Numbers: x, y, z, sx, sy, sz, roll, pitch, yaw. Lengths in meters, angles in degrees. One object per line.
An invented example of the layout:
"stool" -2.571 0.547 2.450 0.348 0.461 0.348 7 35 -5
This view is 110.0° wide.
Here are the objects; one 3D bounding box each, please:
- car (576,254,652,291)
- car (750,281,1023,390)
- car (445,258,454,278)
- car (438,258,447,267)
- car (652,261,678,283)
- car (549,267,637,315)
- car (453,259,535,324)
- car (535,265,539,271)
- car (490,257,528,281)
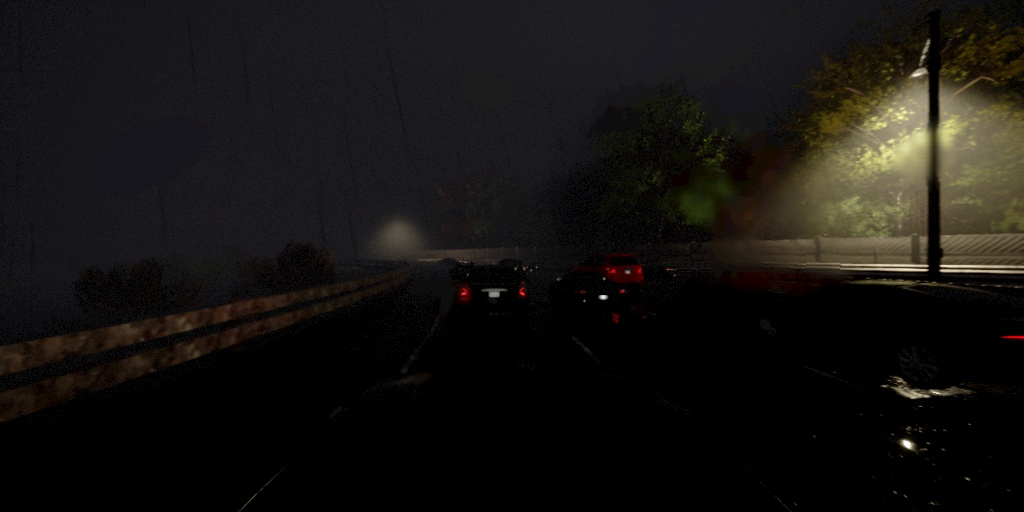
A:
"car" 5.268 0.894 20.401 2.150 2.045 5.566 0 0 -10
"car" 6.789 1.212 6.728 1.837 1.490 4.892 0 -1 -3
"car" -4.015 1.169 29.612 2.128 1.511 4.902 0 0 -16
"car" -11.271 1.090 62.434 1.837 1.490 4.892 0 0 -33
"car" 9.736 1.130 26.576 2.128 1.511 4.902 0 0 -36
"car" 2.693 1.268 13.372 1.994 1.385 4.181 0 0 -6
"car" -0.668 1.072 11.997 2.097 1.767 4.553 0 0 -5
"car" 0.981 1.222 39.944 1.895 1.301 4.718 0 0 -29
"car" -0.346 1.017 29.412 2.097 1.767 4.553 0 0 -15
